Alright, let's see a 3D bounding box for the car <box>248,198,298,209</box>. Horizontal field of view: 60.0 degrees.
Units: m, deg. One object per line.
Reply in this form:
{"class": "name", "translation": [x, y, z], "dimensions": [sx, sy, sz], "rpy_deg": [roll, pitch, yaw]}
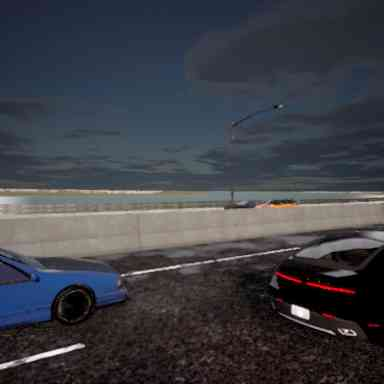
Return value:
{"class": "car", "translation": [7.768, 1.395, 30.764], "dimensions": [4.553, 1.767, 2.097], "rpy_deg": [0, 0, -35]}

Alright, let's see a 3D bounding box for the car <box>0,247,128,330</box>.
{"class": "car", "translation": [-3.820, 1.546, 5.320], "dimensions": [5.357, 1.411, 2.033], "rpy_deg": [0, 0, -35]}

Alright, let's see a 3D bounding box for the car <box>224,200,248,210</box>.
{"class": "car", "translation": [5.737, 1.545, 33.615], "dimensions": [5.357, 1.411, 2.033], "rpy_deg": [0, 0, -35]}

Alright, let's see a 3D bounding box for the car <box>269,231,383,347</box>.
{"class": "car", "translation": [3.558, 1.504, 6.265], "dimensions": [4.892, 1.490, 1.837], "rpy_deg": [0, 0, -35]}
